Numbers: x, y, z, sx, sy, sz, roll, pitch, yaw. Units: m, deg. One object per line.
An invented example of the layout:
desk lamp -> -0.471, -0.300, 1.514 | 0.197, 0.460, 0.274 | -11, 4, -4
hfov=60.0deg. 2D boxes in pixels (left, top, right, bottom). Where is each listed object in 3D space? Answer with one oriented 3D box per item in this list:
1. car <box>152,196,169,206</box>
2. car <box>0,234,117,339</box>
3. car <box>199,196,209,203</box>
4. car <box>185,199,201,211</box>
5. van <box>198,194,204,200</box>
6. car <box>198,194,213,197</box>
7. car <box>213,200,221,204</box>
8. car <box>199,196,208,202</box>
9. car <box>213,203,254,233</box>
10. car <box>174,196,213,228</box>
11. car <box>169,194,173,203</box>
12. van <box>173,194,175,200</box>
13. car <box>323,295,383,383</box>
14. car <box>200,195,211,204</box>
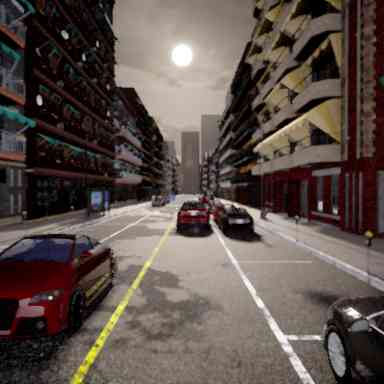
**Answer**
car -> -5.335, 1.469, 53.848 | 1.967, 1.590, 4.097 | -1, 0, 0
car -> -2.852, 1.566, 6.671 | 1.994, 1.385, 4.181 | 0, 0, 0
car -> 2.544, 1.625, 70.608 | 1.802, 1.307, 4.206 | -1, 0, 0
car -> 0.092, 1.621, 41.366 | 1.895, 1.301, 4.718 | 0, 0, 0
van -> 2.537, 1.406, 93.266 | 1.690, 1.788, 3.998 | -1, 0, 0
car -> 2.533, 1.343, 53.616 | 2.192, 1.841, 5.009 | -1, 0, 0
car -> 2.518, 1.555, 25.294 | 1.887, 1.381, 4.507 | -1, 0, 0
car -> 2.543, 1.593, 76.273 | 1.887, 1.381, 4.507 | -1, 0, 0
car -> 2.520, 1.573, 19.629 | 1.947, 1.339, 4.313 | -1, 0, 0
car -> 0.091, 1.359, 22.460 | 2.097, 1.767, 4.553 | 0, 0, 0
car -> -5.337, 1.478, 65.151 | 1.967, 1.590, 4.097 | -1, 0, 0
van -> -5.342, 1.401, 87.756 | 1.690, 1.788, 3.998 | -1, 0, 0
car -> 2.523, 1.552, 2.636 | 2.008, 1.369, 4.403 | -1, 0, 0
car -> 2.548, 1.478, 64.944 | 1.967, 1.590, 4.097 | -1, 0, 0
